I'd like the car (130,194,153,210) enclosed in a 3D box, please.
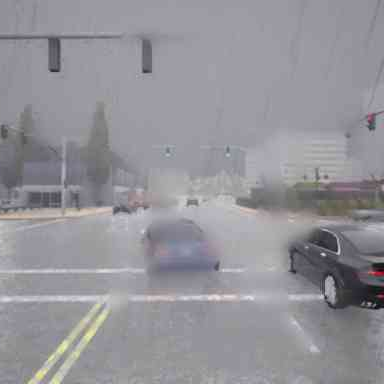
[{"bbox_3d":[-7.091,1.343,45.564,2.150,2.045,5.566,0,0,0],"label":"car"}]

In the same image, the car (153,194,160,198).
[{"bbox_3d":[-7.063,1.500,55.491,2.097,1.767,4.553,0,0,0],"label":"car"}]

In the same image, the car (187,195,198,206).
[{"bbox_3d":[0.098,1.635,58.982,1.882,1.535,5.008,0,0,0],"label":"car"}]

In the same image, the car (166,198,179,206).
[{"bbox_3d":[-3.531,1.725,60.351,1.994,1.385,4.181,0,0,0],"label":"car"}]

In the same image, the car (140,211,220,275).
[{"bbox_3d":[-0.587,1.576,10.636,2.033,1.411,5.357,0,0,-11],"label":"car"}]

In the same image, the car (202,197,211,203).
[{"bbox_3d":[3.497,1.761,78.193,1.994,1.385,4.181,0,0,0],"label":"car"}]

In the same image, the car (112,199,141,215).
[{"bbox_3d":[-7.149,1.697,35.919,1.895,1.301,4.718,0,0,2],"label":"car"}]

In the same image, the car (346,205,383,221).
[{"bbox_3d":[14.447,1.668,25.401,4.718,1.301,1.895,0,0,1],"label":"car"}]

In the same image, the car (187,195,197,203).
[{"bbox_3d":[-0.003,1.563,77.800,2.097,1.767,4.553,0,0,0],"label":"car"}]

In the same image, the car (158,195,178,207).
[{"bbox_3d":[-3.586,1.626,50.484,2.128,1.511,4.902,0,0,0],"label":"car"}]

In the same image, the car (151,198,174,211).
[{"bbox_3d":[-3.600,1.711,41.214,1.895,1.301,4.718,0,0,0],"label":"car"}]

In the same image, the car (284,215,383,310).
[{"bbox_3d":[3.593,1.527,7.845,1.837,1.490,4.892,0,0,0],"label":"car"}]
